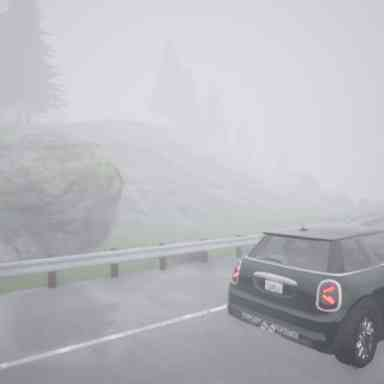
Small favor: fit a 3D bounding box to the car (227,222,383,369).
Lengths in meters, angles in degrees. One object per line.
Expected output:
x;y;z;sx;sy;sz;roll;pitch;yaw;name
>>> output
2.814;1.350;6.018;4.553;1.767;2.097;0;0;-39;car
